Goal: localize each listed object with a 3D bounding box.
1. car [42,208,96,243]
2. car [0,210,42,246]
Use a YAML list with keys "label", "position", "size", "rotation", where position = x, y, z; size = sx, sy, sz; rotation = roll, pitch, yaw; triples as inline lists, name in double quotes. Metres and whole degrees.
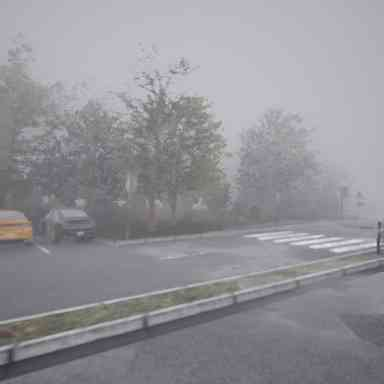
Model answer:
- label: "car"
  position: [-6.330, 1.567, 16.693]
  size: [2.231, 1.521, 4.892]
  rotation: [0, 0, -35]
- label: "car"
  position: [-8.577, 1.555, 15.099]
  size: [2.097, 1.535, 5.008]
  rotation: [0, 0, -35]
